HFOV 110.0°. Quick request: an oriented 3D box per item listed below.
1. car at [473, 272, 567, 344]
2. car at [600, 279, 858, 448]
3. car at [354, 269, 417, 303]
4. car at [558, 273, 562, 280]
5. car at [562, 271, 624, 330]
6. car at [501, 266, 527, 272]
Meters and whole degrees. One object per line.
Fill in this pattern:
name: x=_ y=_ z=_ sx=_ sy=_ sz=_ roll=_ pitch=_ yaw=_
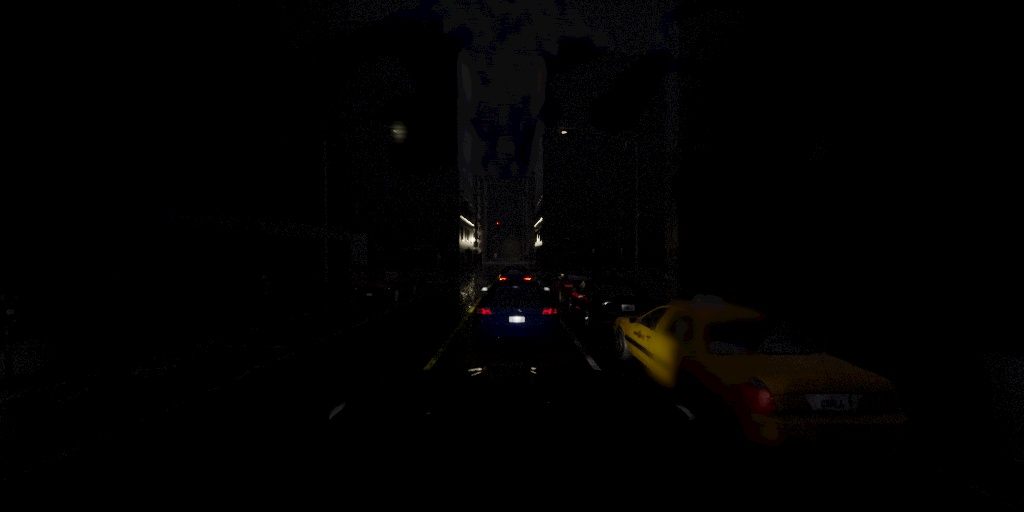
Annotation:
car: x=0.102 y=1.312 z=9.605 sx=1.994 sy=1.385 sz=4.181 roll=0 pitch=0 yaw=0
car: x=2.875 y=1.274 z=5.504 sx=1.751 sy=1.417 sz=4.829 roll=0 pitch=0 yaw=0
car: x=-5.667 y=1.290 z=16.506 sx=1.888 sy=1.381 sz=4.507 roll=0 pitch=0 yaw=0
car: x=2.878 y=1.327 z=16.506 sx=1.802 sy=1.307 sz=4.207 roll=0 pitch=0 yaw=0
car: x=2.877 y=1.313 z=10.920 sx=1.948 sy=1.339 sz=4.313 roll=0 pitch=0 yaw=0
car: x=0.107 y=1.270 z=19.619 sx=1.812 sy=1.442 sz=4.674 roll=0 pitch=0 yaw=-2
